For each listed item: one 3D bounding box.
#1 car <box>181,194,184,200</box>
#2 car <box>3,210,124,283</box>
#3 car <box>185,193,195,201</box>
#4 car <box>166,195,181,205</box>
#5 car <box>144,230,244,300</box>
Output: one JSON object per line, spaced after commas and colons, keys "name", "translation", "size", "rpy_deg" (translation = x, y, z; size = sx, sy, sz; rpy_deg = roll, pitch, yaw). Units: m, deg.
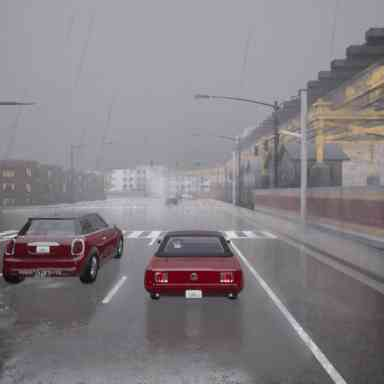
{"name": "car", "translation": [-3.645, 1.498, 85.352], "size": [1.837, 1.490, 4.892], "rpy_deg": [0, 0, -3]}
{"name": "car", "translation": [-3.444, 1.352, 9.844], "size": [2.097, 1.767, 4.553], "rpy_deg": [0, 0, 0]}
{"name": "car", "translation": [-0.167, 1.589, 87.241], "size": [1.895, 1.301, 4.718], "rpy_deg": [0, 0, -3]}
{"name": "car", "translation": [-3.516, 1.476, 59.675], "size": [1.882, 1.535, 5.008], "rpy_deg": [0, 0, 0]}
{"name": "car", "translation": [0.051, 1.601, 8.371], "size": [1.895, 1.301, 4.718], "rpy_deg": [0, 0, 0]}
